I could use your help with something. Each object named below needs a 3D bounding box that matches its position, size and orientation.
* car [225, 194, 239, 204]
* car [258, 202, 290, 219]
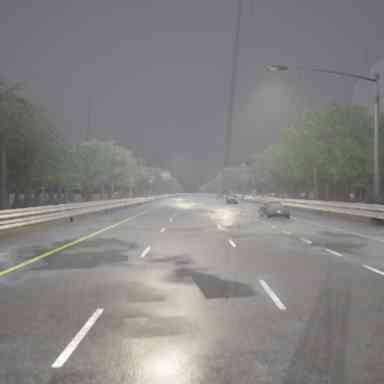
[{"bbox_3d":[7.095,1.527,61.059,1.812,1.442,4.674,0,0,0],"label":"car"},{"bbox_3d":[7.038,1.569,28.832,1.994,1.385,4.181,0,0,0],"label":"car"}]
